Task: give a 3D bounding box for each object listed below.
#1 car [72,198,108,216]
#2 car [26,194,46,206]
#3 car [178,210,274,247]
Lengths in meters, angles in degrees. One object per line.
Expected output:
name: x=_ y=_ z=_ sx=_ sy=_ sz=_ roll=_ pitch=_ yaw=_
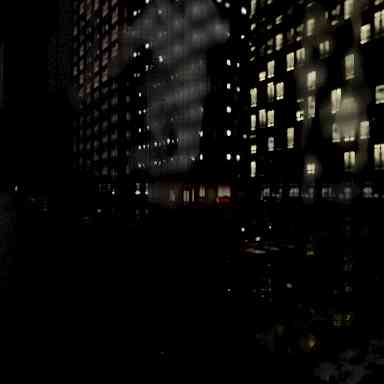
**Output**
car: x=-8.984 y=1.246 z=29.020 sx=2.128 sy=1.511 sz=4.902 roll=0 pitch=0 yaw=-37
car: x=-21.962 y=1.043 z=46.632 sx=1.882 sy=1.535 sz=5.008 roll=0 pitch=0 yaw=-36
car: x=1.356 y=1.496 z=14.796 sx=1.895 sy=1.301 sz=4.718 roll=0 pitch=0 yaw=-34
